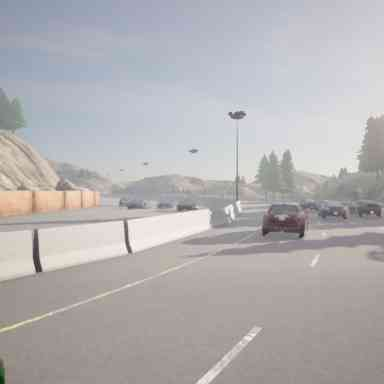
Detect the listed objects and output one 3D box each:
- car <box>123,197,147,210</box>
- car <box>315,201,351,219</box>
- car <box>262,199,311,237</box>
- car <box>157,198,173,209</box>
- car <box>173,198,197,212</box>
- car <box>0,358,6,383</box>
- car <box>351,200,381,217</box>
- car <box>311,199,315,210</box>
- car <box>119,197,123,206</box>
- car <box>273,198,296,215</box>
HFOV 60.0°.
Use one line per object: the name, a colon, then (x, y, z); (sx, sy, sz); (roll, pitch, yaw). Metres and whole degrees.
car: (-7.109, 1.564, 43.140); (1.994, 1.385, 4.181); (0, 0, 3)
car: (11.989, 1.526, 28.603); (1.812, 1.442, 4.674); (0, 0, 15)
car: (5.230, 1.352, 18.355); (2.097, 1.767, 4.553); (0, 0, 22)
car: (-3.528, 1.525, 44.608); (1.812, 1.442, 4.674); (0, 0, 2)
car: (-0.546, 1.477, 38.463); (1.882, 1.535, 5.008); (0, 0, 7)
car: (-3.847, 1.217, 1.209); (2.150, 2.045, 5.566); (0, -1, 35)
car: (16.125, 1.504, 31.279); (1.837, 1.490, 4.892); (0, 0, 11)
car: (13.747, 1.525, 39.711); (1.812, 1.442, 4.674); (0, 0, 6)
car: (-10.595, 1.493, 53.251); (2.128, 1.511, 4.902); (0, 0, -6)
car: (9.767, 1.478, 35.476); (1.882, 1.535, 5.008); (0, 0, 9)
